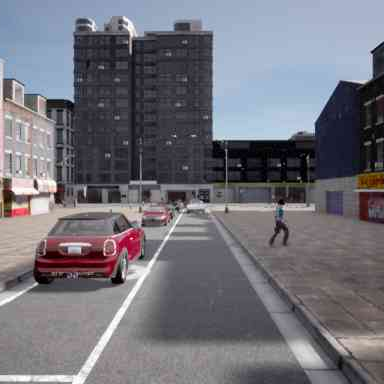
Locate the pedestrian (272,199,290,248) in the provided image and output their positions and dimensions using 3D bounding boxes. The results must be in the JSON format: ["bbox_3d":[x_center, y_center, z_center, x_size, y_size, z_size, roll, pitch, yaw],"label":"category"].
[{"bbox_3d":[3.331,1.142,12.482,0.375,1.860,0.375,0,0,1],"label":"pedestrian"}]

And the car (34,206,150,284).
[{"bbox_3d":[-2.663,1.350,9.735,2.097,1.767,4.553,0,0,1],"label":"car"}]

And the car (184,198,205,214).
[{"bbox_3d":[0.415,1.596,36.094,1.895,1.301,4.718,0,0,1],"label":"car"}]

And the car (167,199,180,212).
[{"bbox_3d":[-2.377,1.562,28.577,1.947,1.339,4.313,0,0,1],"label":"car"}]

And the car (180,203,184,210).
[{"bbox_3d":[-2.276,1.561,39.481,1.947,1.339,4.313,0,0,1],"label":"car"}]

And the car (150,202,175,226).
[{"bbox_3d":[-2.428,1.579,23.125,1.802,1.307,4.206,0,0,1],"label":"car"}]

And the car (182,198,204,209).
[{"bbox_3d":[0.085,1.543,46.396,2.033,1.411,5.357,0,0,-10],"label":"car"}]
